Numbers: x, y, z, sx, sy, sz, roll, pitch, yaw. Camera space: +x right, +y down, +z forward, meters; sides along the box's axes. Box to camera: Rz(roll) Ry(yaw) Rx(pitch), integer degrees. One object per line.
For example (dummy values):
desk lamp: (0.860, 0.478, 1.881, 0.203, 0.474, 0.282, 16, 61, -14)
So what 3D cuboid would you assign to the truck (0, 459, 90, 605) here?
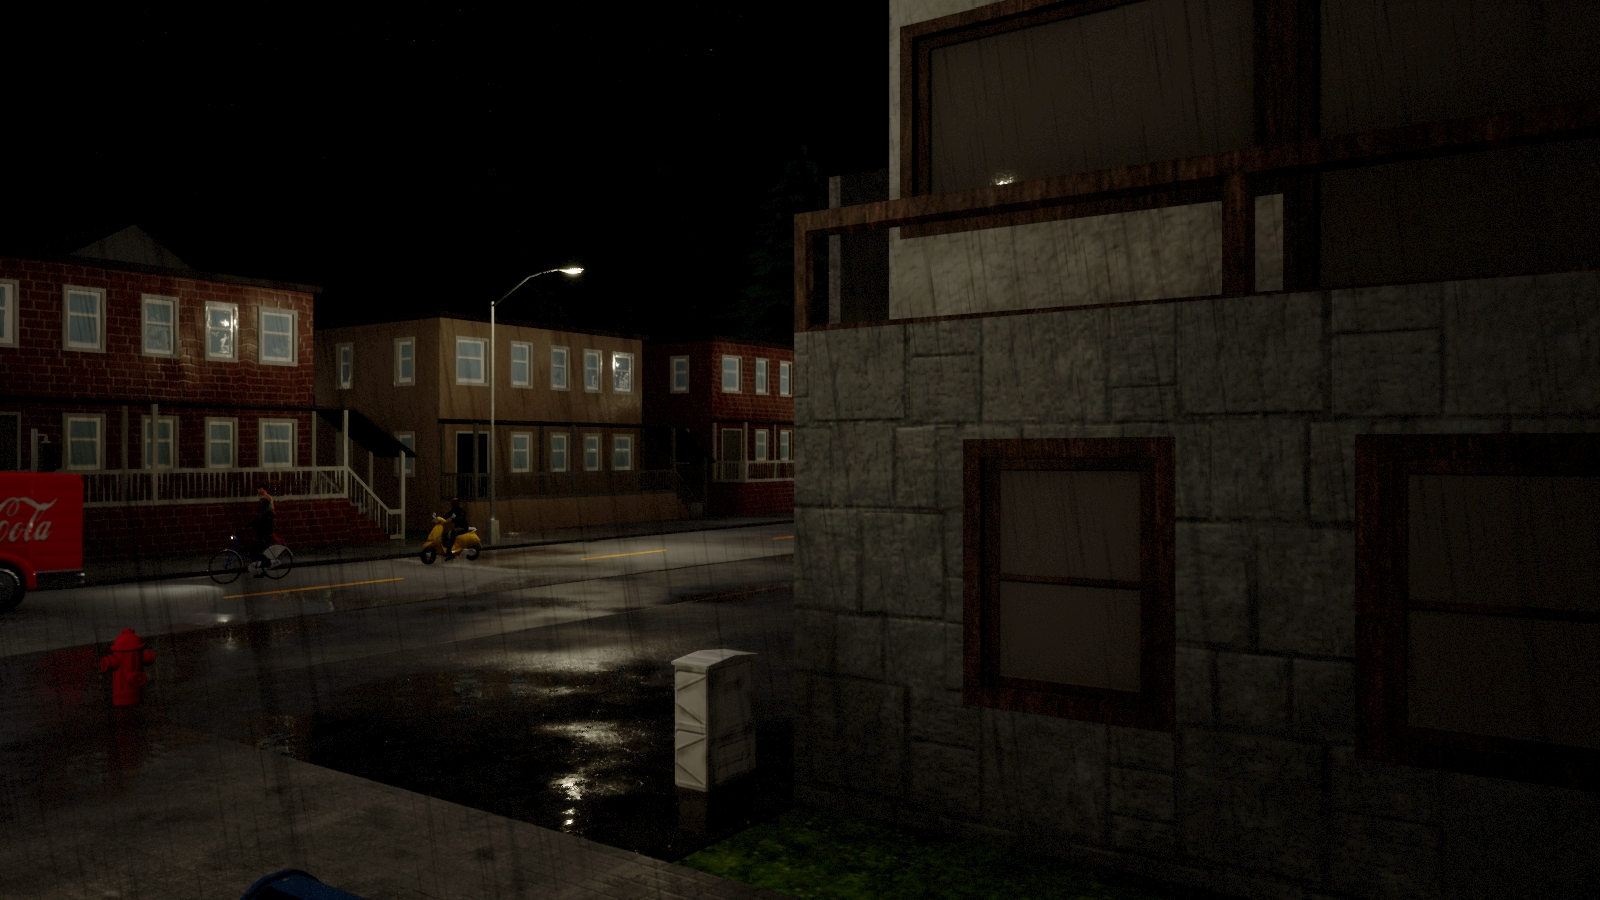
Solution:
truck: (-15.267, 1.354, 19.037, 2.627, 2.467, 5.204, 0, -1, 37)

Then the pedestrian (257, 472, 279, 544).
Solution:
pedestrian: (-13.945, 1.504, 29.955, 0.375, 1.860, 0.375, 0, 0, 37)
